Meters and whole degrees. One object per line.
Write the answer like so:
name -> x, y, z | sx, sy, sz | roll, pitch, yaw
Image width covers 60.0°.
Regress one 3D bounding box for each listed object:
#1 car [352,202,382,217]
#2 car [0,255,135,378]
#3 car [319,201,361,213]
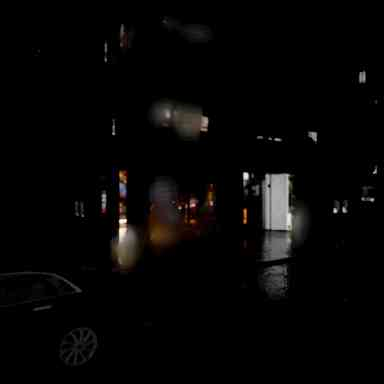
car -> 15.965, 1.681, 32.244 | 1.994, 1.385, 4.181 | 0, -1, -35
car -> -2.878, 1.551, 4.046 | 4.403, 1.369, 2.008 | 0, 0, -35
car -> 17.500, 1.757, 39.506 | 1.802, 1.307, 4.206 | -1, 0, -35
